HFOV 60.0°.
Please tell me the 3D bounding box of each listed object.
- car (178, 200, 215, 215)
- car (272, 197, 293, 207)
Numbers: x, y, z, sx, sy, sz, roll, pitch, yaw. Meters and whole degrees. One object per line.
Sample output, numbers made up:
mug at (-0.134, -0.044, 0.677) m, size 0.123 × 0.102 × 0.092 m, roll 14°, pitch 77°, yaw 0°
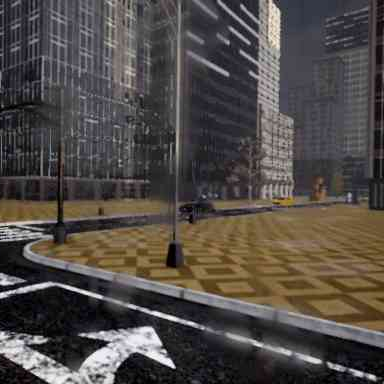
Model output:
car at (0.491, 1.457, 32.749) m, size 1.994 × 1.385 × 4.181 m, roll 1°, pitch 1°, yaw 37°
car at (13.763, 1.473, 50.492) m, size 1.882 × 1.535 × 5.008 m, roll 1°, pitch 0°, yaw 37°
